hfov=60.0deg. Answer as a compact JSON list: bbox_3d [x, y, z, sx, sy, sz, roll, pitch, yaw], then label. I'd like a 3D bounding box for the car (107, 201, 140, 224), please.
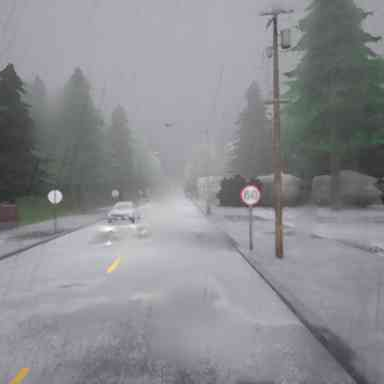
[{"bbox_3d":[-4.895,1.434,24.255,1.812,1.442,4.674,-1,0,-2],"label":"car"}]

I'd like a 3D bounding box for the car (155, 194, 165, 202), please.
[{"bbox_3d":[-6.234,1.170,66.231,2.033,1.411,5.357,-1,0,-2],"label":"car"}]
